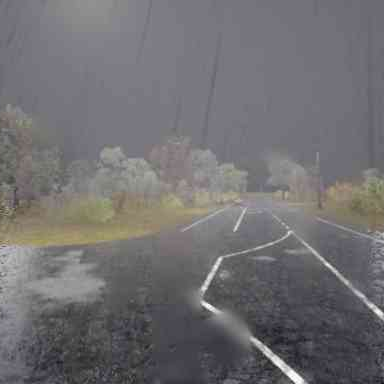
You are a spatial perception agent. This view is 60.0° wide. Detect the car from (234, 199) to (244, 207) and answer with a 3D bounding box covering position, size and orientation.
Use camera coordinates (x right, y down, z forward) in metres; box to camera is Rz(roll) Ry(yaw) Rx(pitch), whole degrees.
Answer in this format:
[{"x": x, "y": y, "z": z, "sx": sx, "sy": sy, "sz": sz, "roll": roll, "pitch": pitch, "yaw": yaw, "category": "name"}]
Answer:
[{"x": 9.881, "y": 2.242, "z": 70.261, "sx": 1.882, "sy": 1.535, "sz": 5.008, "roll": -1, "pitch": -1, "yaw": 12, "category": "car"}]
